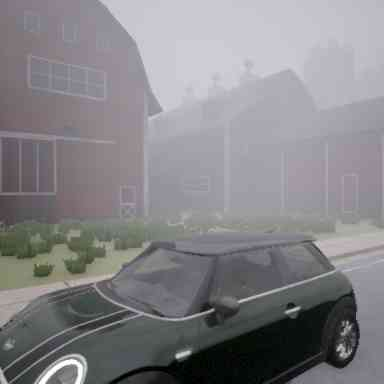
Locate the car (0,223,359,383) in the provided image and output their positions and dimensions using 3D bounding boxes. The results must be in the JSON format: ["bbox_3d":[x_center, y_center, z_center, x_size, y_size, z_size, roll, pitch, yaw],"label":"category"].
[{"bbox_3d":[0.065,1.352,4.086,4.553,1.767,2.097,0,0,-38],"label":"car"}]
